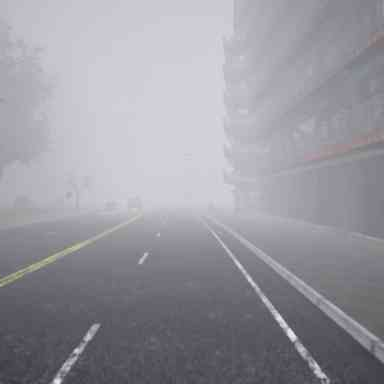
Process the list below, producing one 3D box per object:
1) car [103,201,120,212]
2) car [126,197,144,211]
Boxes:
[{"bbox_3d":[-11.654,2.055,48.384,1.837,1.490,4.892,0,-1,-4],"label":"car"},{"bbox_3d":[-8.508,1.791,50.159,2.150,2.045,5.566,0,-1,-4],"label":"car"}]
